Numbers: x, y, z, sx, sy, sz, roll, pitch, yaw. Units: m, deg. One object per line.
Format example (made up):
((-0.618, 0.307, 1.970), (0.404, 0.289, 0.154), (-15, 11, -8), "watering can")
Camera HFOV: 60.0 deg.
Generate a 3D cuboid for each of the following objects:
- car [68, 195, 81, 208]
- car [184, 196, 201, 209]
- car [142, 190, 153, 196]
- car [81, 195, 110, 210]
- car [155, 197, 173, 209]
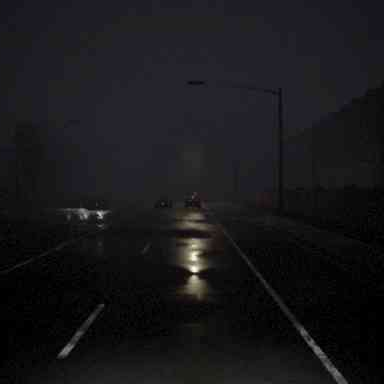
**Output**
((-14.091, 1.220, 42.085), (1.837, 1.490, 4.892), (0, 0, 0), "car")
((0.095, 1.216, 40.701), (2.128, 1.511, 4.902), (0, 0, 0), "car")
((-10.510, 0.304, 78.365), (2.150, 2.045, 5.566), (0, 0, 0), "car")
((-10.597, 1.253, 37.601), (1.837, 1.490, 4.892), (0, 0, 0), "car")
((-3.406, 1.287, 40.920), (1.994, 1.385, 4.181), (0, 0, 0), "car")
